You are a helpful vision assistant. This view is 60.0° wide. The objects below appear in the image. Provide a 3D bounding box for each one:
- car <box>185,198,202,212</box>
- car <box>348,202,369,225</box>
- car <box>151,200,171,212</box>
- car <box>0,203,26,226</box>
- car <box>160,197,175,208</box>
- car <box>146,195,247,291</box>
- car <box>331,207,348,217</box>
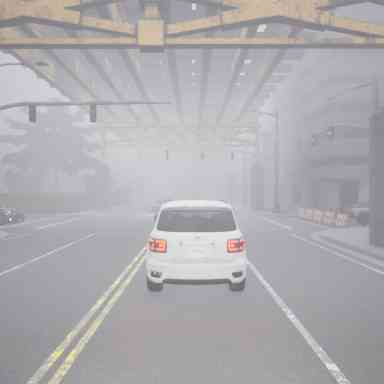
[{"bbox_3d":[0.165,1.525,39.556,1.812,1.442,4.674,0,0,0],"label":"car"},{"bbox_3d":[13.279,1.453,22.155,4.974,1.542,2.038,0,0,-20],"label":"car"},{"bbox_3d":[-3.567,1.601,39.116,1.895,1.301,4.718,0,0,0],"label":"car"},{"bbox_3d":[-13.860,1.352,22.645,4.553,1.767,2.097,0,0,2],"label":"car"},{"bbox_3d":[-3.551,1.526,49.064,1.812,1.442,4.674,0,0,0],"label":"car"},{"bbox_3d":[0.086,1.221,9.111,2.150,2.045,5.566,0,0,0],"label":"car"},{"bbox_3d":[13.656,1.295,26.292,4.536,1.218,1.853,0,0,25],"label":"car"}]
